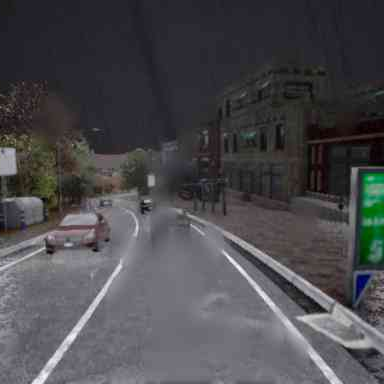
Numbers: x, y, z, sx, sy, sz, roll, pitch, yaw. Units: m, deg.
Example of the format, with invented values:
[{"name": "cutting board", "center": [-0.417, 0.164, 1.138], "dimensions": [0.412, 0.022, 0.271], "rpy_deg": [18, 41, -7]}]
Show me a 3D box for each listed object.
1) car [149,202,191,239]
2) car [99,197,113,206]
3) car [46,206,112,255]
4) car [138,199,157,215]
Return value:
[{"name": "car", "center": [-1.179, 1.476, 17.299], "dimensions": [1.837, 1.490, 4.892], "rpy_deg": [-1, 0, -7]}, {"name": "car", "center": [-14.042, 1.652, 54.298], "dimensions": [2.128, 1.511, 4.902], "rpy_deg": [-2, 0, -17]}, {"name": "car", "center": [-4.475, 1.547, 13.687], "dimensions": [1.812, 1.442, 4.674], "rpy_deg": [-1, 0, -6]}, {"name": "car", "center": [-4.648, 1.453, 35.392], "dimensions": [1.882, 1.535, 5.008], "rpy_deg": [-1, 0, -14]}]
